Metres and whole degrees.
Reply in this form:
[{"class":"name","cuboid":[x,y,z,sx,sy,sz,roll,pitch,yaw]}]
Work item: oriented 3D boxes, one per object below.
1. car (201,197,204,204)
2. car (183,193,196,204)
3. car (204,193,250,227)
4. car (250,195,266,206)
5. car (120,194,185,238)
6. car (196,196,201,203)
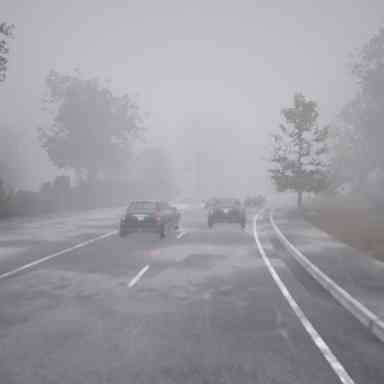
[{"class":"car","cuboid":[2.810,1.040,36.168,1.994,1.385,4.181,-1,1,18]},{"class":"car","cuboid":[-0.806,0.928,46.950,2.128,1.511,4.902,-1,0,23]},{"class":"car","cuboid":[2.259,1.060,20.342,2.097,1.767,4.553,0,1,10]},{"class":"car","cuboid":[7.459,0.961,38.941,1.895,1.301,4.718,-1,1,20]},{"class":"car","cuboid":[-1.934,1.146,16.618,2.097,1.767,4.553,0,1,8]},{"class":"car","cuboid":[2.919,0.912,46.862,2.033,1.411,5.357,-1,1,23]}]
